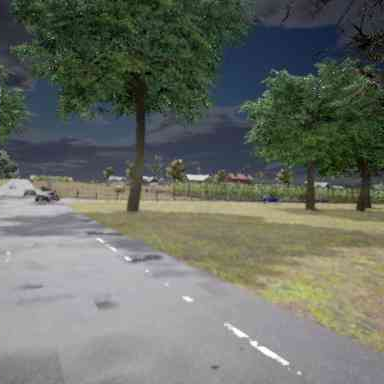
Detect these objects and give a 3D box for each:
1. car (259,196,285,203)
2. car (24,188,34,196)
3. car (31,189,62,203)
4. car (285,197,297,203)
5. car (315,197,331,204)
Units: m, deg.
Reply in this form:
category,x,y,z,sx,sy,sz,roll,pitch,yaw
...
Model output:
category,x,y,z,sx,sy,sz,roll,pitch,yaw
car,16.250,1.483,69.442,5.008,1.535,1.882,2,0,-28
car,-29.437,0.000,60.389,2.128,1.511,4.902,2,1,-27
car,-19.082,0.653,44.169,1.812,1.442,4.674,2,1,0
car,21.851,1.850,75.491,4.181,1.385,1.994,2,0,-28
car,29.892,1.935,76.608,4.892,1.490,1.837,2,0,-28
